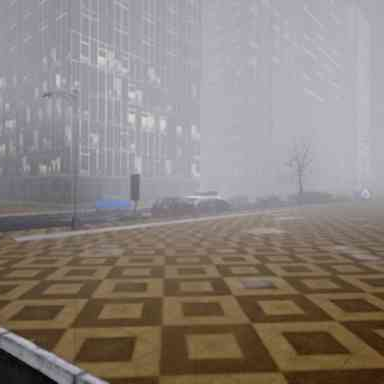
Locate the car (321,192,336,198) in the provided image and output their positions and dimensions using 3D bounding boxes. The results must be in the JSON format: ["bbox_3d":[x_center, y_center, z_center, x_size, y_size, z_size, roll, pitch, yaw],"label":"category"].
[{"bbox_3d":[32.978,0.756,80.355,1.947,1.339,4.313,1,1,41],"label":"car"}]

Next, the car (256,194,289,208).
[{"bbox_3d":[9.649,1.188,40.368,1.802,1.307,4.206,1,1,41],"label":"car"}]

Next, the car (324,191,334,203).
[{"bbox_3d":[20.777,0.788,53.304,2.192,1.841,5.009,1,1,41],"label":"car"}]

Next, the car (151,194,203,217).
[{"bbox_3d":[-1.383,1.181,27.347,1.967,1.590,4.097,1,1,41],"label":"car"}]

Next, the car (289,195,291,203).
[{"bbox_3d":[16.878,0.980,52.911,1.837,1.490,4.892,1,1,41],"label":"car"}]

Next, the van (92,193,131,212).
[{"bbox_3d":[-7.909,1.017,32.982,1.690,1.788,3.998,1,1,41],"label":"van"}]

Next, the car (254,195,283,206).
[{"bbox_3d":[10.481,1.116,45.397,1.994,1.385,4.181,1,1,41],"label":"car"}]

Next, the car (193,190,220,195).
[{"bbox_3d":[1.295,0.831,39.528,2.150,2.045,5.566,1,1,41],"label":"car"}]

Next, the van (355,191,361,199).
[{"bbox_3d":[35.613,0.638,70.559,1.690,1.788,3.998,1,1,41],"label":"van"}]

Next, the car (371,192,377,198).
[{"bbox_3d":[43.058,0.661,79.753,1.801,1.575,5.366,1,1,41],"label":"car"}]

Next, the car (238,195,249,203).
[{"bbox_3d":[7.015,1.065,50.159,1.947,1.339,4.313,1,1,41],"label":"car"}]

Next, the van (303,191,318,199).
[{"bbox_3d":[25.562,0.619,71.724,1.690,1.788,3.998,1,1,41],"label":"van"}]

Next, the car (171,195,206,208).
[{"bbox_3d":[-0.408,1.132,41.539,1.887,1.381,4.507,1,1,41],"label":"car"}]

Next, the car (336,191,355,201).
[{"bbox_3d":[28.304,0.909,62.063,1.752,1.417,4.829,1,1,41],"label":"car"}]

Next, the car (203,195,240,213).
[{"bbox_3d":[2.282,1.261,31.699,1.947,1.339,4.313,1,1,41],"label":"car"}]

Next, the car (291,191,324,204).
[{"bbox_3d":[17.068,0.832,48.991,2.192,1.841,5.009,1,1,41],"label":"car"}]

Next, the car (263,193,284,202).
[{"bbox_3d":[14.434,0.976,58.787,1.947,1.339,4.313,1,1,41],"label":"car"}]
